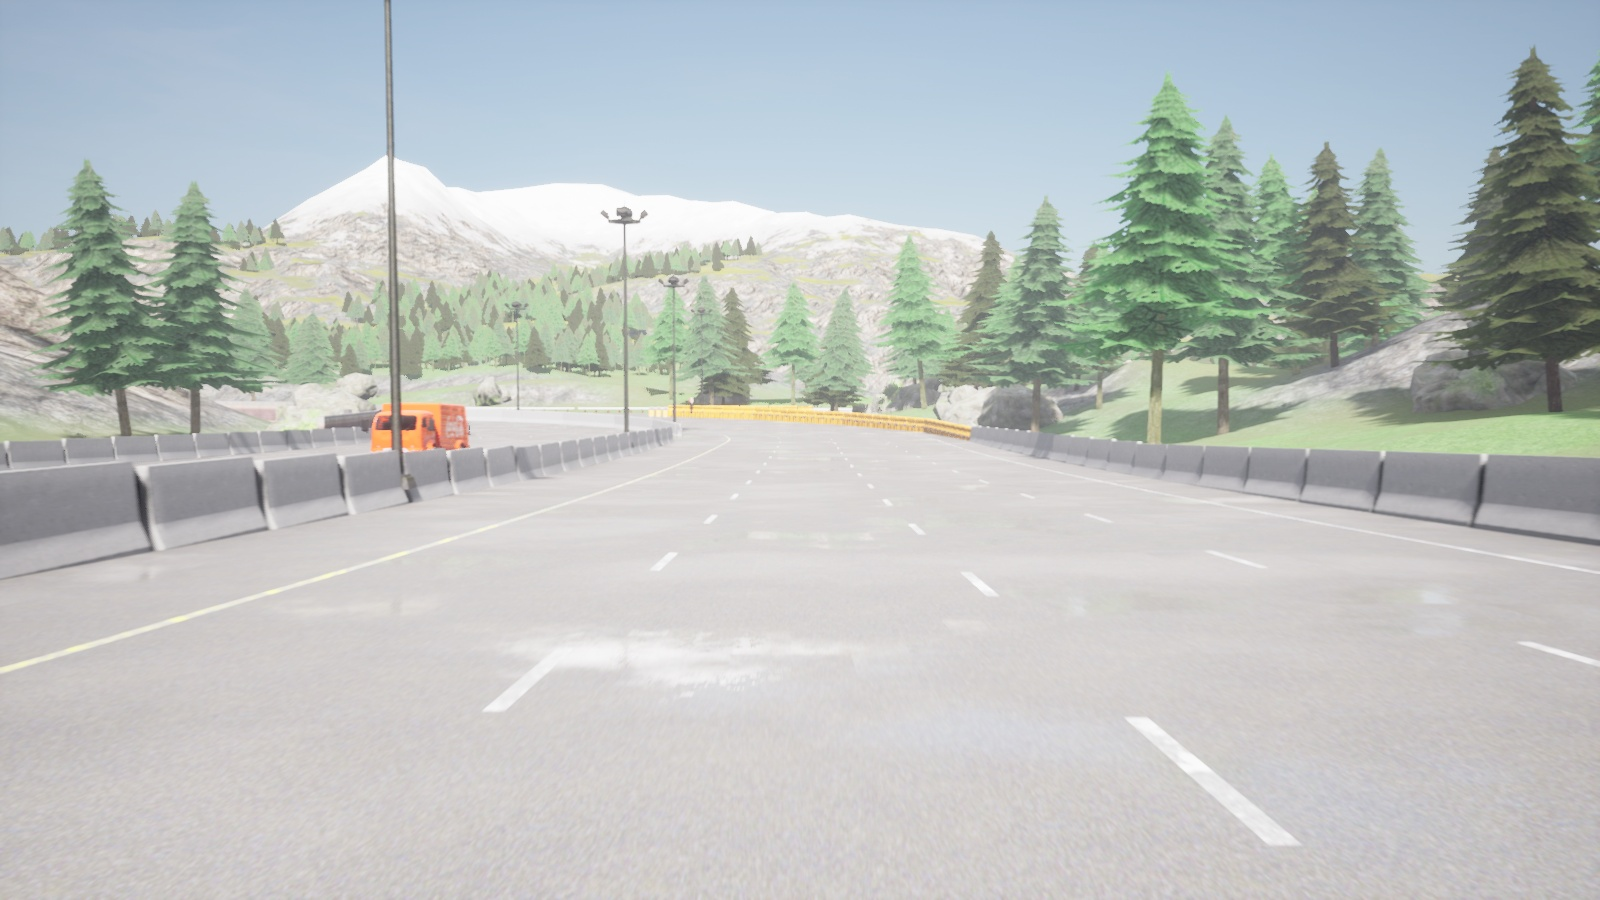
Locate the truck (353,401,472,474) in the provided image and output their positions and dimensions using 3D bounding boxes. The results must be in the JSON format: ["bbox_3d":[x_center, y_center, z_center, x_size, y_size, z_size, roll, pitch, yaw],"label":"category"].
[{"bbox_3d":[-13.730,-0.466,44.908,2.627,2.467,5.204,0,1,0],"label":"truck"}]
